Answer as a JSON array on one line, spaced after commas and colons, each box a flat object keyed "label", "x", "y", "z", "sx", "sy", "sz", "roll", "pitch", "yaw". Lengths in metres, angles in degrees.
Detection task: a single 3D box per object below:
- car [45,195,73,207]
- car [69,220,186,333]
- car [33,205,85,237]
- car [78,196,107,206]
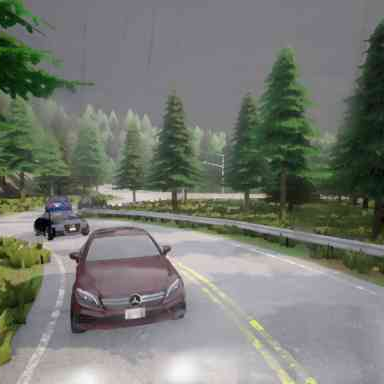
[{"label": "car", "x": -12.863, "y": 1.326, "z": 32.233, "sx": 2.150, "sy": 2.045, "sz": 5.566, "roll": -1, "pitch": 0, "yaw": -18}, {"label": "car", "x": -1.522, "y": 1.523, "z": 7.086, "sx": 1.812, "sy": 1.442, "sz": 4.674, "roll": -2, "pitch": 0, "yaw": -17}, {"label": "car", "x": -7.068, "y": 1.664, "z": 17.822, "sx": 1.994, "sy": 1.385, "sz": 4.181, "roll": -4, "pitch": 2, "yaw": -38}, {"label": "car", "x": -12.720, "y": 1.289, "z": 42.823, "sx": 2.097, "sy": 1.767, "sz": 4.553, "roll": 2, "pitch": 2, "yaw": 13}]
